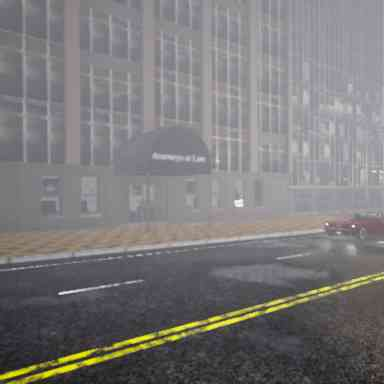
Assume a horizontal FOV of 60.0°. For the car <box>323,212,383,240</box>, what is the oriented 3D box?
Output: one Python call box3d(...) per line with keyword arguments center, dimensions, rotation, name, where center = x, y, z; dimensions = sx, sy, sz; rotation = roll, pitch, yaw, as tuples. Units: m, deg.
box3d(center=(9.340, 1.807, 18.359), dimensions=(4.718, 1.301, 1.895), rotation=(1, 0, -36), name="car")
